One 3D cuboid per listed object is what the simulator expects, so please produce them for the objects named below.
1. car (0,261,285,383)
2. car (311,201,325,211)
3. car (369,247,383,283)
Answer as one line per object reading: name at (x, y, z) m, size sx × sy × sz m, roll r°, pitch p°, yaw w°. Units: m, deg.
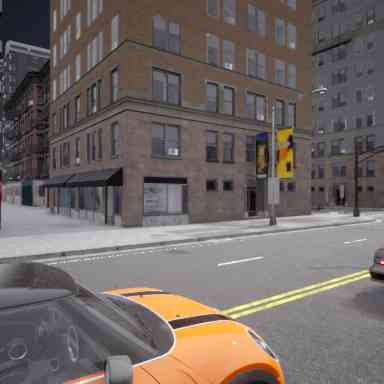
car at (-1.356, 1.352, 2.437) m, size 4.553 × 1.767 × 2.097 m, roll 0°, pitch 0°, yaw -37°
car at (13.396, 1.547, 39.211) m, size 1.994 × 1.385 × 4.181 m, roll 0°, pitch 0°, yaw -37°
car at (6.447, 1.548, 8.238) m, size 5.357 × 1.411 × 2.033 m, roll 0°, pitch 0°, yaw -37°
